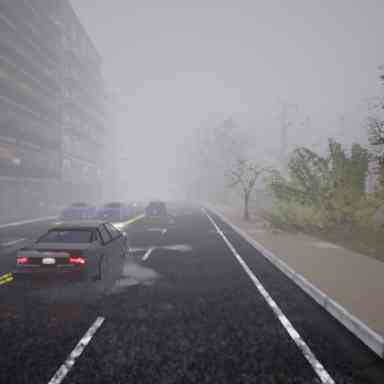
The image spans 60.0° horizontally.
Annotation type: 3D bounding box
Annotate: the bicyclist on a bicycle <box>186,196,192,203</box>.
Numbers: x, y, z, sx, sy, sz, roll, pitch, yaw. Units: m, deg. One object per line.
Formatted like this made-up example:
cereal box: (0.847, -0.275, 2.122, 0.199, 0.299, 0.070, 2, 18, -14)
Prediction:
bicyclist on a bicycle: (-0.462, 1.628, 70.239, 0.866, 1.612, 1.509, 0, 0, -4)

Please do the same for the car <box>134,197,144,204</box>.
car: (-11.142, 1.702, 70.509, 1.812, 1.442, 4.674, 0, 0, -3)

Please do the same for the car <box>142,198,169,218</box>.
car: (-3.187, 1.565, 31.157, 1.882, 1.535, 5.008, 0, 0, 0)

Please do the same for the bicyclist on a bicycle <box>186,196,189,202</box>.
bicyclist on a bicycle: (-1.080, 1.665, 79.298, 0.582, 1.620, 1.656, 0, 0, -4)

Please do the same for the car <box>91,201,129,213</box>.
car: (-6.621, 1.556, 28.052, 1.882, 1.535, 5.008, 0, 0, 0)

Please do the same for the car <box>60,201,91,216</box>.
car: (-9.875, 1.559, 29.193, 1.882, 1.535, 5.008, 0, 0, 0)

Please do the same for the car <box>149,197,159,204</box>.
car: (-7.757, 1.785, 68.498, 1.895, 1.301, 4.718, 0, 0, -3)

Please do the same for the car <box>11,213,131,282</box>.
car: (-3.156, 1.574, 9.844, 2.033, 1.411, 5.357, 0, 0, 0)
